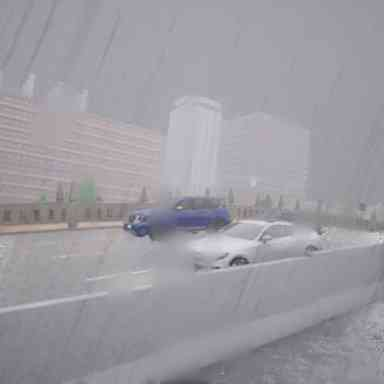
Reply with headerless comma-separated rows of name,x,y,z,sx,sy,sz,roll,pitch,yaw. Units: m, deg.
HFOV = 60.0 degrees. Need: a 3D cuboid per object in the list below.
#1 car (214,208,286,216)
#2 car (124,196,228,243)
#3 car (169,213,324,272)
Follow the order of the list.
car,3.844,1.630,15.300,5.357,1.411,2.033,2,-1,-35
car,-0.534,1.230,16.486,5.566,2.045,2.150,1,-1,-35
car,1.885,1.524,9.620,4.674,1.442,1.812,0,0,-35
